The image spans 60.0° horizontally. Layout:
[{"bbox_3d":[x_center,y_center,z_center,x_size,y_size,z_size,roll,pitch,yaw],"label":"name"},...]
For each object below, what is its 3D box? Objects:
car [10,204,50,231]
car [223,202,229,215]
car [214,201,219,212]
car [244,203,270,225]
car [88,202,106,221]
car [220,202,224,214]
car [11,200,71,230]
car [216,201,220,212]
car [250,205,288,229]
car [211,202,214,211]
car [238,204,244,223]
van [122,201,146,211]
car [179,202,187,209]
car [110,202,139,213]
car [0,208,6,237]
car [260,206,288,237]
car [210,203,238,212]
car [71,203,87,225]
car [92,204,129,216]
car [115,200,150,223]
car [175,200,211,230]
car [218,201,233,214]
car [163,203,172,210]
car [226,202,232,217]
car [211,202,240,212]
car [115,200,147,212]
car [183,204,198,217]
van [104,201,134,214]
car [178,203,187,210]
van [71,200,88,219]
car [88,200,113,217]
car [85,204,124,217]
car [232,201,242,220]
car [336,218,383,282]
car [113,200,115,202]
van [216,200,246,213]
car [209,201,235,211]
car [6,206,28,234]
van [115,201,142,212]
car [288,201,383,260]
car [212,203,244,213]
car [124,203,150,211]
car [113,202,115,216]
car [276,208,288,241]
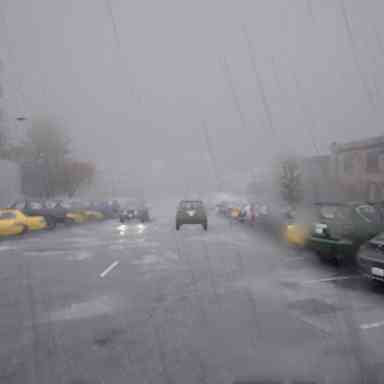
[{"bbox_3d":[-11.639,1.763,19.981,5.366,1.575,1.946,0,-1,-20],"label":"car"},{"bbox_3d":[6.223,2.080,34.637,4.892,1.521,2.231,1,-2,-20],"label":"car"},{"bbox_3d":[6.101,2.392,46.372,5.008,1.535,2.097,1,-1,-21],"label":"car"},{"bbox_3d":[6.302,1.661,22.899,4.553,1.767,2.185,1,-2,-20],"label":"car"},{"bbox_3d":[-11.382,2.050,32.084,5.366,1.575,1.946,0,-2,-20],"label":"car"},{"bbox_3d":[6.195,2.158,37.568,4.892,1.521,2.231,1,-2,-21],"label":"car"},{"bbox_3d":[-11.510,1.578,23.030,5.566,2.045,2.435,0,-1,-20],"label":"car"},{"bbox_3d":[6.102,2.343,43.427,4.792,1.488,2.163,1,-1,-21],"label":"car"},{"bbox_3d":[6.344,1.725,19.966,5.008,1.535,2.097,1,-2,-20],"label":"car"},{"bbox_3d":[5.878,2.463,49.241,5.366,1.575,1.946,1,-1,-21],"label":"car"},{"bbox_3d":[6.314,1.893,25.827,4.674,1.452,2.002,1,-1,-20],"label":"car"},{"bbox_3d":[-11.402,2.721,65.021,4.442,1.987,1.878,0,-1,-19],"label":"van"},{"bbox_3d":[-2.204,3.216,80.875,1.812,1.442,4.674,0,-1,-1],"label":"car"},{"bbox_3d":[-11.409,2.578,56.071,4.553,1.767,2.185,0,-1,-19],"label":"car"},{"bbox_3d":[-11.259,1.651,14.127,5.366,1.575,1.946,0,-1,-20],"label":"car"},{"bbox_3d":[6.373,1.673,17.035,5.008,1.535,2.097,1,-1,-20],"label":"car"},{"bbox_3d":[5.891,2.814,61.093,4.792,1.488,2.163,1,-2,-21],"label":"car"},{"bbox_3d":[-11.330,1.895,26.093,5.366,1.575,1.946,0,-2,-20],"label":"car"},{"bbox_3d":[-11.564,2.461,47.050,4.892,1.521,2.231,0,-2,-19],"label":"car"},{"bbox_3d":[-5.247,1.743,30.975,2.150,2.045,5.566,0,-2,0],"label":"car"},{"bbox_3d":[-0.022,1.571,24.118,2.150,2.045,5.566,0,-1,1],"label":"car"},{"bbox_3d":[6.174,2.236,40.502,5.008,1.535,2.097,1,-1,-21],"label":"car"},{"bbox_3d":[-5.283,3.085,72.189,1.812,1.442,4.674,0,-2,0],"label":"car"},{"bbox_3d":[6.254,2.001,31.700,5.008,1.535,2.097,1,-2,-20],"label":"car"},{"bbox_3d":[5.886,2.580,58.129,4.553,1.767,2.185,1,-2,-21],"label":"car"},{"bbox_3d":[-11.317,2.614,62.079,5.566,2.045,2.435,0,-2,-19],"label":"car"},{"bbox_3d":[-0.181,2.324,42.318,1.837,1.490,4.892,0,-2,-1],"label":"car"},{"bbox_3d":[-11.595,2.397,53.021,4.442,1.987,1.878,0,-1,-19],"label":"van"},{"bbox_3d":[-1.998,3.076,71.410,1.837,1.490,4.892,0,-2,-1],"label":"car"},{"bbox_3d":[-11.640,1.749,28.985,4.442,1.987,1.878,0,-1,-20],"label":"van"},{"bbox_3d":[-11.609,1.884,35.007,5.566,2.045,2.435,0,-1,-20],"label":"car"},{"bbox_3d":[-11.604,2.409,44.030,4.792,1.488,2.163,0,-1,-20],"label":"car"},{"bbox_3d":[6.257,1.799,28.763,4.553,1.767,2.185,1,-2,-20],"label":"car"},{"bbox_3d":[6.398,1.544,8.236,4.892,1.521,2.231,1,-1,-20],"label":"car"},{"bbox_3d":[-11.623,2.047,41.023,5.566,2.045,2.435,0,-1,-20],"label":"car"},{"bbox_3d":[6.121,2.325,52.291,4.442,1.987,1.878,1,-2,-21],"label":"van"},{"bbox_3d":[5.785,2.737,64.026,4.553,1.767,2.185,1,-2,-21],"label":"car"},{"bbox_3d":[-11.620,1.707,16.989,5.366,1.575,1.946,0,-1,-20],"label":"car"},{"bbox_3d":[-11.283,2.558,59.109,4.442,1.987,1.878,0,-2,-19],"label":"van"},{"bbox_3d":[6.423,1.331,11.185,5.566,2.045,2.435,1,-1,-20],"label":"car"},{"bbox_3d":[5.970,2.627,55.183,5.008,1.535,2.097,1,-1,-21],"label":"car"},{"bbox_3d":[-11.236,3.027,68.052,5.008,1.535,2.097,0,-1,-19],"label":"car"},{"bbox_3d":[-11.592,2.217,38.014,4.892,1.521,2.231,0,-1,-20],"label":"car"},{"bbox_3d":[6.555,1.623,14.163,5.366,1.575,1.946,1,-1,-20],"label":"car"}]
